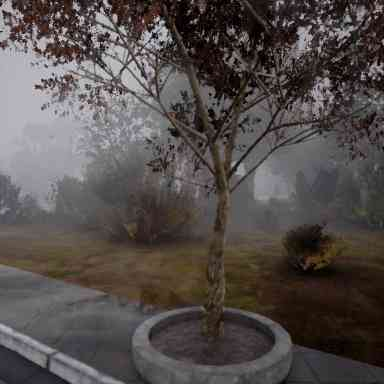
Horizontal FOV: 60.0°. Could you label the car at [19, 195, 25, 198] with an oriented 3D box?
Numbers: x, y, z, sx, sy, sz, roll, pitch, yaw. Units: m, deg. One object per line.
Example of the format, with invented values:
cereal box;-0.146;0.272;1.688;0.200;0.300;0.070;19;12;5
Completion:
car;-22.628;1.169;43.321;1.837;1.490;4.892;1;0;32
